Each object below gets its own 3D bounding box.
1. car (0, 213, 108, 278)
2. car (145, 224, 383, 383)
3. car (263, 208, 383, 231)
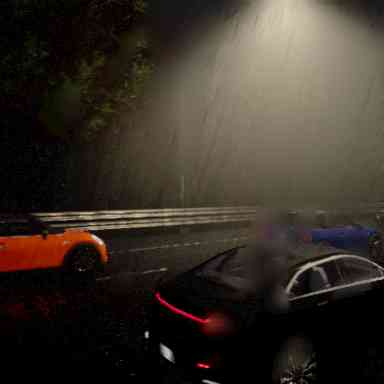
[{"bbox_3d":[-4.661,1.356,9.019,4.553,1.767,2.097,0,0,-36],"label":"car"},{"bbox_3d":[1.709,1.509,4.966,4.902,1.511,2.128,0,0,-36],"label":"car"},{"bbox_3d":[4.449,1.392,11.219,4.553,1.767,2.097,0,0,-35],"label":"car"}]
